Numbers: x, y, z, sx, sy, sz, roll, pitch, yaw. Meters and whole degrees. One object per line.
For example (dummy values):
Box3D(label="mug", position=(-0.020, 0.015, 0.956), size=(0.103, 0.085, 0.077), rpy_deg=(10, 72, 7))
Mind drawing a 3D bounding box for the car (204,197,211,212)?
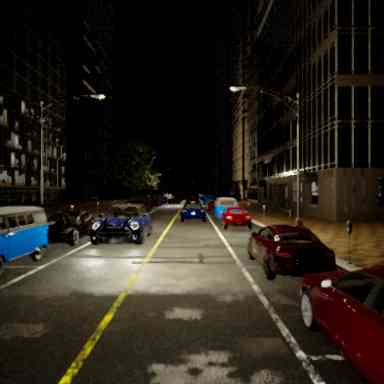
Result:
Box3D(label="car", position=(2.694, 1.540, 37.989), size=(1.887, 1.381, 4.507), rpy_deg=(0, 0, 0))

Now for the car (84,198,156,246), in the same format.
Box3D(label="car", position=(-3.098, 1.357, 15.347), size=(2.097, 1.767, 4.553), rpy_deg=(0, 0, 0))

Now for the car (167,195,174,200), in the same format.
Box3D(label="car", position=(-5.681, 1.466, 88.837), size=(1.752, 1.417, 4.829), rpy_deg=(0, 0, 0))

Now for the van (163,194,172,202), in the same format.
Box3D(label="van", position=(-5.682, 1.302, 77.669), size=(1.690, 1.788, 3.998), rpy_deg=(0, 0, 0))

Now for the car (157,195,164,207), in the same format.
Box3D(label="car", position=(-5.685, 1.535, 49.326), size=(1.887, 1.381, 4.507), rpy_deg=(0, 0, 0))

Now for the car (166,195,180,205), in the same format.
Box3D(label="car", position=(-3.050, 1.586, 56.533), size=(1.895, 1.301, 4.718), rpy_deg=(0, 0, 1))

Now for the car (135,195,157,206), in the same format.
Box3D(label="car", position=(-5.686, 1.310, 37.990), size=(2.192, 1.841, 5.009), rpy_deg=(0, 0, 0))

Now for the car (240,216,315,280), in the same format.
Box3D(label="car", position=(2.691, 1.587, 9.645), size=(1.802, 1.307, 4.206), rpy_deg=(0, 0, 0))

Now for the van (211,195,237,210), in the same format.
Box3D(label="van", position=(2.693, 1.342, 26.653), size=(1.690, 1.788, 3.998), rpy_deg=(0, 0, 0))

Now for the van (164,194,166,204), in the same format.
Box3D(label="van", position=(-5.685, 1.327, 54.995), size=(1.690, 1.788, 3.998), rpy_deg=(0, 0, 0))

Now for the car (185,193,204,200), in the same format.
Box3D(label="car", position=(0.102, 1.344, 42.158), size=(2.097, 1.767, 4.553), rpy_deg=(0, 0, 0))

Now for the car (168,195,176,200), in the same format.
Box3D(label="car", position=(-5.680, 1.480, 94.675), size=(2.008, 1.369, 4.403), rpy_deg=(0, 0, 0))

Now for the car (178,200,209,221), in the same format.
Box3D(label="car", position=(0.102, 1.564, 26.821), size=(1.994, 1.385, 4.181), rpy_deg=(0, 0, 0))

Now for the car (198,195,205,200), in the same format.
Box3D(label="car", position=(2.701, 1.495, 94.675), size=(1.947, 1.339, 4.313), rpy_deg=(0, 0, 0))

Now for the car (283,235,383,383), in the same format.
Box3D(label="car", position=(2.690, 1.547, 3.978), size=(1.887, 1.381, 4.507), rpy_deg=(0, 0, 0))

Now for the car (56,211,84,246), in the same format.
Box3D(label="car", position=(-5.689, 1.571, 15.317), size=(1.947, 1.339, 4.313), rpy_deg=(0, 0, 0))

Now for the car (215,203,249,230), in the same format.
Box3D(label="car", position=(2.692, 1.585, 20.985), size=(1.802, 1.307, 4.206), rpy_deg=(0, 0, 0))

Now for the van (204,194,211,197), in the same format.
Box3D(label="van", position=(2.696, 1.327, 54.994), size=(1.690, 1.788, 3.998), rpy_deg=(0, 0, 0))

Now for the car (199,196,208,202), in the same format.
Box3D(label="car", position=(2.699, 1.527, 77.669), size=(1.947, 1.339, 4.313), rpy_deg=(0, 0, 0))

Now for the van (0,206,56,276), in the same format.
Box3D(label="van", position=(-5.690, 1.346, 9.647), size=(1.690, 1.788, 3.998), rpy_deg=(0, 0, 0))

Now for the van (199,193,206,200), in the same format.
Box3D(label="van", position=(2.700, 1.282, 89.006), size=(1.690, 1.788, 3.998), rpy_deg=(0, 0, 0))

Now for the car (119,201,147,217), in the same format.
Box3D(label="car", position=(-5.687, 1.564, 32.322), size=(1.947, 1.339, 4.313), rpy_deg=(0, 0, 0))
